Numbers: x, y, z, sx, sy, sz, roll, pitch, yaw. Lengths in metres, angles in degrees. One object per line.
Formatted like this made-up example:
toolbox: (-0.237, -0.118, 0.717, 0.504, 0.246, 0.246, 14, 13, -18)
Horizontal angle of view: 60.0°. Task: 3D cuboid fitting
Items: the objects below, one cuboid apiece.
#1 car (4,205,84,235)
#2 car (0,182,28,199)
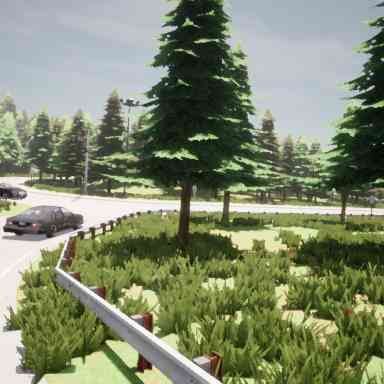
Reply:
car: (-7.409, 1.414, 17.304, 2.033, 1.411, 5.357, 4, 1, 3)
car: (-18.830, -0.157, 33.639, 4.902, 1.511, 2.128, 5, 4, 25)
